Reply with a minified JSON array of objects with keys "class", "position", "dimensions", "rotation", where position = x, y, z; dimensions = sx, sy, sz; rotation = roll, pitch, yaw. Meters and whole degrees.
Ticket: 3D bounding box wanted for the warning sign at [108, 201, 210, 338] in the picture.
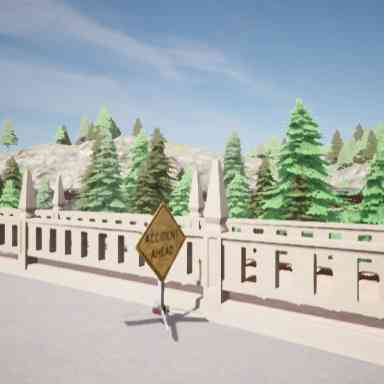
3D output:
[{"class":"warning sign","position":[-0.506,1.099,5.451],"dimensions":[1.060,1.860,1.300],"rotation":[0,0,34]}]
